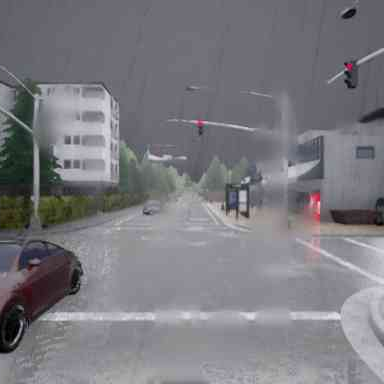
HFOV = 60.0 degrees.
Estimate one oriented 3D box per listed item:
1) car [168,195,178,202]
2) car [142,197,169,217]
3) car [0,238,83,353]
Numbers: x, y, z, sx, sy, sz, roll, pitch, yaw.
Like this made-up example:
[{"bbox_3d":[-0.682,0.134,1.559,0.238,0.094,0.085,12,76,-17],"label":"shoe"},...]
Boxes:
[{"bbox_3d":[-3.395,1.226,56.367,1.837,1.490,4.892,0,0,0],"label":"car"},{"bbox_3d":[-3.443,1.493,30.994,1.837,1.490,4.892,0,2,0],"label":"car"},{"bbox_3d":[-3.490,1.561,5.949,1.994,1.385,4.181,0,-1,0],"label":"car"}]
